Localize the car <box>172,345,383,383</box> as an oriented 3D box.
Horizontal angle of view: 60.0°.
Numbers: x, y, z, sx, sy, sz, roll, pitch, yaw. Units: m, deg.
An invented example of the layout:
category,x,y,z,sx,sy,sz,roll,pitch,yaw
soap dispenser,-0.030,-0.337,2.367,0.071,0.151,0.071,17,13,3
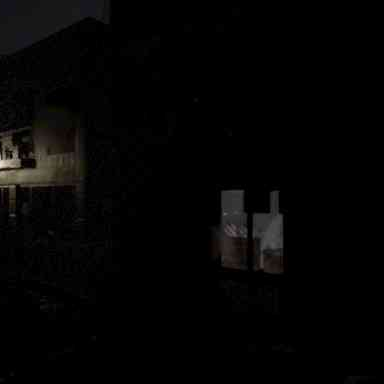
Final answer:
category,x,y,z,sx,sy,sz,roll,pitch,yaw
car,1.661,1.580,1.753,4.206,1.307,1.802,0,0,35
